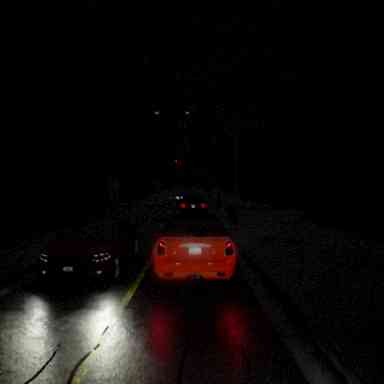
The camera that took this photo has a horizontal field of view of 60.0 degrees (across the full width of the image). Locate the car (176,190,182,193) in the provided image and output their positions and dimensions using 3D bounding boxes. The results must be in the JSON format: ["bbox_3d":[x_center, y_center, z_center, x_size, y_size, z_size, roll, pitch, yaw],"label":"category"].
[{"bbox_3d":[-2.691,0.351,78.205,2.033,1.411,5.357,0,2,0],"label":"car"}]

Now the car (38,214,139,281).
[{"bbox_3d":[-2.842,1.500,10.132,1.882,1.535,5.008,0,0,0],"label":"car"}]

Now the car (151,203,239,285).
[{"bbox_3d":[0.081,1.373,9.732,2.097,1.767,4.553,0,0,0],"label":"car"}]

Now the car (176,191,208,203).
[{"bbox_3d":[0.105,1.180,27.578,2.150,2.045,5.566,0,0,0],"label":"car"}]

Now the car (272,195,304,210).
[{"bbox_3d":[12.746,1.277,42.232,5.009,1.841,2.192,1,0,0],"label":"car"}]
